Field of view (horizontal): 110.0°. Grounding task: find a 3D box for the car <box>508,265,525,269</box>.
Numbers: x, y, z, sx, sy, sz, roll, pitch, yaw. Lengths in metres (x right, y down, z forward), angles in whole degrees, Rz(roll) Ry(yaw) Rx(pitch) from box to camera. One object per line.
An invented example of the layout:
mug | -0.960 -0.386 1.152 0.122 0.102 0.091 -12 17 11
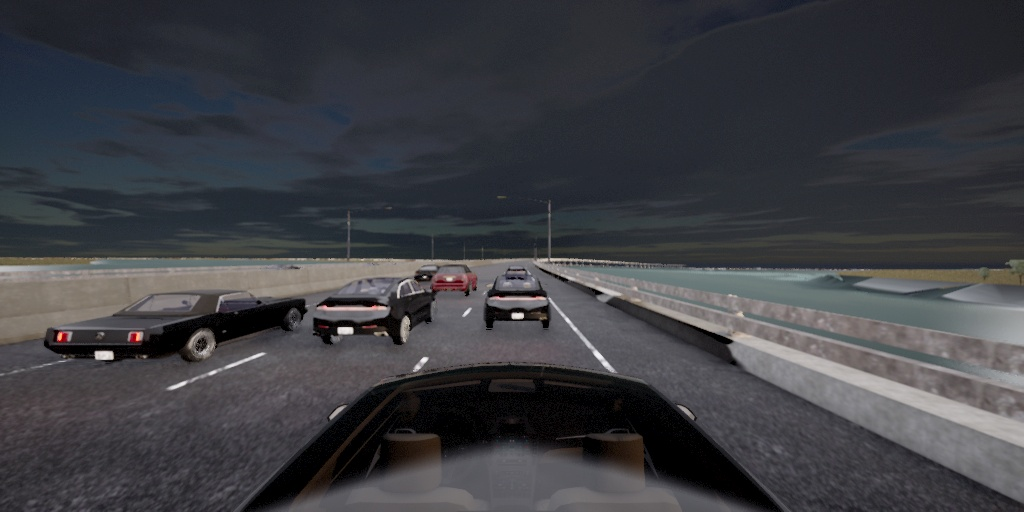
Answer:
car | 0.381 1.515 31.249 2.128 1.511 4.902 0 0 1

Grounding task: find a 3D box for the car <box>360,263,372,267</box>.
car | -20.412 1.749 51.566 2.033 1.411 5.357 0 -1 2

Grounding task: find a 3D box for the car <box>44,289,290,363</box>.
car | -6.865 1.411 8.277 1.895 1.301 4.718 0 -1 0

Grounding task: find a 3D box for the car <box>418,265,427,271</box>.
car | -6.637 1.488 29.937 1.882 1.535 5.008 0 0 1

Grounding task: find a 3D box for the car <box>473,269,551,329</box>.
car | 0.161 1.335 11.600 2.128 1.511 4.902 0 0 0

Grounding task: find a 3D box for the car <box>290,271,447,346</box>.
car | -3.354 1.316 9.679 2.128 1.511 4.902 0 0 0

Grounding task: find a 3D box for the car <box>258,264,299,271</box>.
car | -24.223 1.567 37.230 2.128 1.511 4.902 0 -1 1

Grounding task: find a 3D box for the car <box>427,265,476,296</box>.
car | -3.249 1.279 20.989 2.097 1.767 4.553 0 -1 1

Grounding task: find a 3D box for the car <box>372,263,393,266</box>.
car | -16.968 1.732 49.562 2.033 1.411 5.357 0 -1 2
